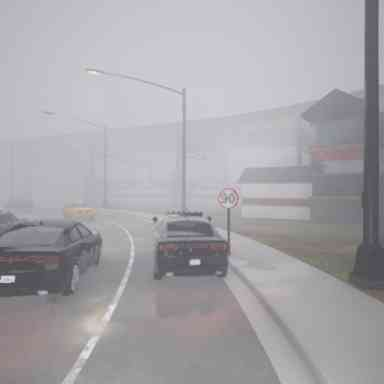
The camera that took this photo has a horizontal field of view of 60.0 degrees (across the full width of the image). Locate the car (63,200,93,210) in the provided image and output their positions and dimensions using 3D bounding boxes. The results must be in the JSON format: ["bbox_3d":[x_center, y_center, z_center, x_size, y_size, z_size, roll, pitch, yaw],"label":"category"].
[{"bbox_3d":[-9.077,1.400,26.401,1.801,1.575,5.366,0,0,-28],"label":"car"}]

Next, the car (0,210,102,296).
[{"bbox_3d":[-3.611,1.457,8.607,1.882,1.535,5.008,0,0,-5],"label":"car"}]

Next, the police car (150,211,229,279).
[{"bbox_3d":[-0.244,1.411,10.223,1.930,1.638,5.238,0,0,-7],"label":"police car"}]

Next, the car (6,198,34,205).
[{"bbox_3d":[-20.924,1.421,40.368,4.674,1.442,1.812,0,0,38],"label":"car"}]

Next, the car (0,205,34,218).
[{"bbox_3d":[-7.760,1.469,12.848,1.837,1.490,4.892,1,0,-10],"label":"car"}]
